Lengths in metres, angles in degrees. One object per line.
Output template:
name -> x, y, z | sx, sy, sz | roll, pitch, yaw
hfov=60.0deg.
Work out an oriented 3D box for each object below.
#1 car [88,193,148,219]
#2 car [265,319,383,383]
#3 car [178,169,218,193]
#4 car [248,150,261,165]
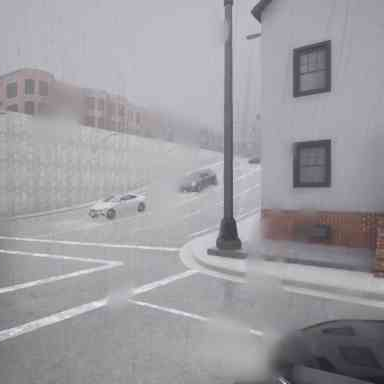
car -> -5.096, 0.864, 23.324 | 1.812, 1.442, 4.674 | 0, 7, 35
car -> 2.752, 1.526, 2.008 | 4.674, 1.442, 1.812 | 0, 0, 36
car -> 0.527, -1.125, 31.353 | 2.097, 1.767, 4.553 | 0, 13, 34
car -> 9.069, -4.652, 43.377 | 2.097, 1.767, 4.553 | 1, 14, 35
